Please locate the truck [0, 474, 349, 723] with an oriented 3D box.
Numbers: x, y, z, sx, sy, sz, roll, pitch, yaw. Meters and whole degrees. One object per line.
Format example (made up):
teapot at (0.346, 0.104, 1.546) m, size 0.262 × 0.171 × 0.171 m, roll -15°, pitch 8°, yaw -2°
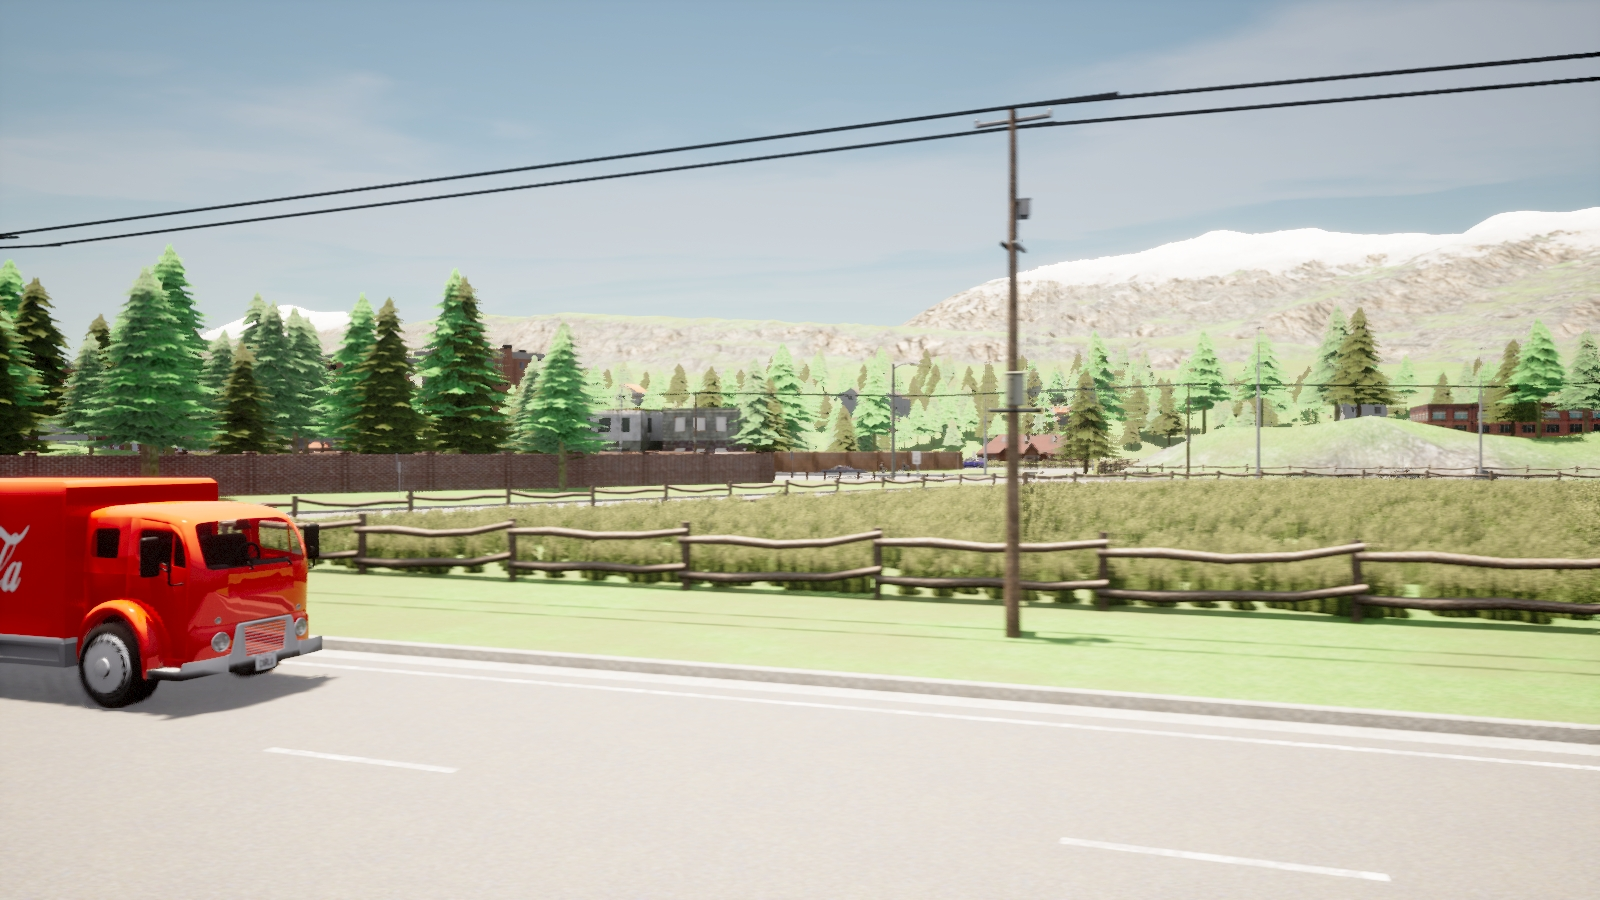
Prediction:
truck at (-8.495, 1.568, 13.841) m, size 5.204 × 2.467 × 2.627 m, roll 0°, pitch 0°, yaw 20°
